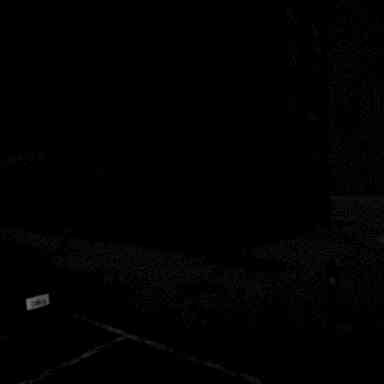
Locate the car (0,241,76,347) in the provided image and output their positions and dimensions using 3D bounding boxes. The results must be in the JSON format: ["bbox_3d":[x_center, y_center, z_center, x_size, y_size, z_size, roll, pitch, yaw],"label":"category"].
[{"bbox_3d":[-3.816,1.544,5.803,4.313,1.339,1.947,0,0,35],"label":"car"}]
